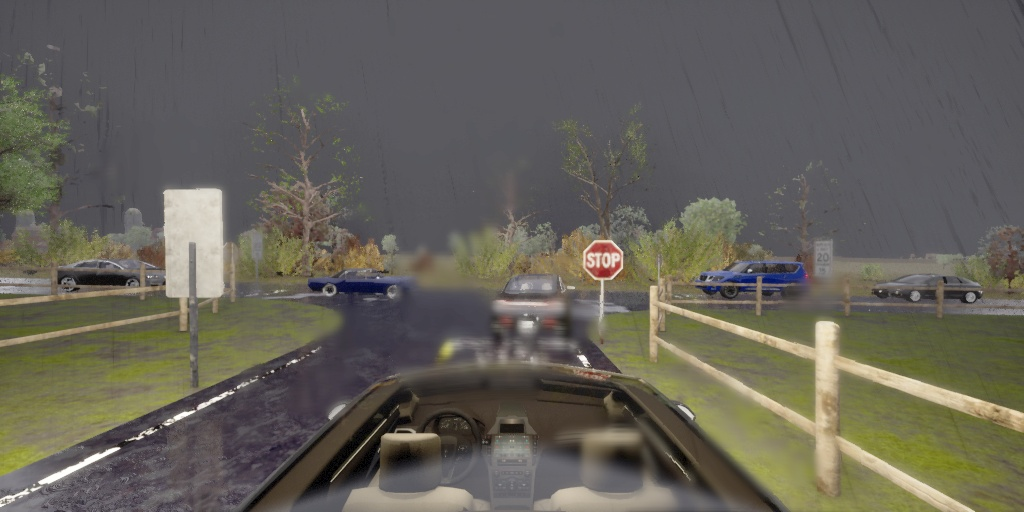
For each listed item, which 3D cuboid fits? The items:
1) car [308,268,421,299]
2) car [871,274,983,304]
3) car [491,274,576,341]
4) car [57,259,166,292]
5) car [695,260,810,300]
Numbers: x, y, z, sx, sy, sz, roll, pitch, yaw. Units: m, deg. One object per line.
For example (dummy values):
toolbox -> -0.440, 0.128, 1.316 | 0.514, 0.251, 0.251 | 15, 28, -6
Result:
car -> -6.818, 1.249, 16.947 | 4.718, 1.301, 1.895 | 1, 1, 0
car -> 22.871, 1.750, 19.855 | 4.892, 1.490, 1.837 | 1, 1, 0
car -> 0.709, 1.240, 9.914 | 2.128, 1.511, 4.902 | 0, 0, 9
car -> -18.486, 0.886, 16.966 | 4.902, 1.511, 2.128 | 1, 1, 0
car -> 13.252, 1.261, 19.865 | 5.566, 2.045, 2.150 | 1, 1, 0
